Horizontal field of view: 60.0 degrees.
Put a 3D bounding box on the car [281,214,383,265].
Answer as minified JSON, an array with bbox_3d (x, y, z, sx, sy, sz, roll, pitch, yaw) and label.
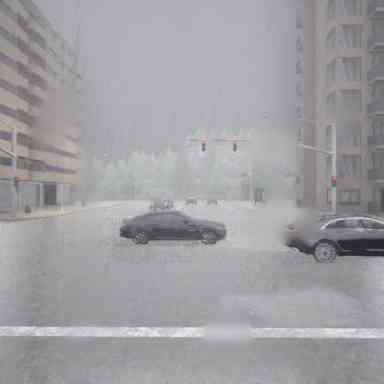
[{"bbox_3d":[5.508,1.491,11.120,4.902,1.511,2.128,0,0,1],"label":"car"}]

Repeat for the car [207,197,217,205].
[{"bbox_3d":[3.700,1.547,60.823,2.033,1.411,5.357,0,0,4],"label":"car"}]

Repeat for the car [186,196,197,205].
[{"bbox_3d":[-0.044,1.526,60.052,1.812,1.442,4.674,0,0,0],"label":"car"}]

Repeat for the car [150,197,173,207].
[{"bbox_3d":[-3.627,1.352,38.321,2.097,1.767,4.553,0,0,0],"label":"car"}]

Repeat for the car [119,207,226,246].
[{"bbox_3d":[-0.845,1.526,14.690,4.674,1.442,1.812,0,0,0],"label":"car"}]
